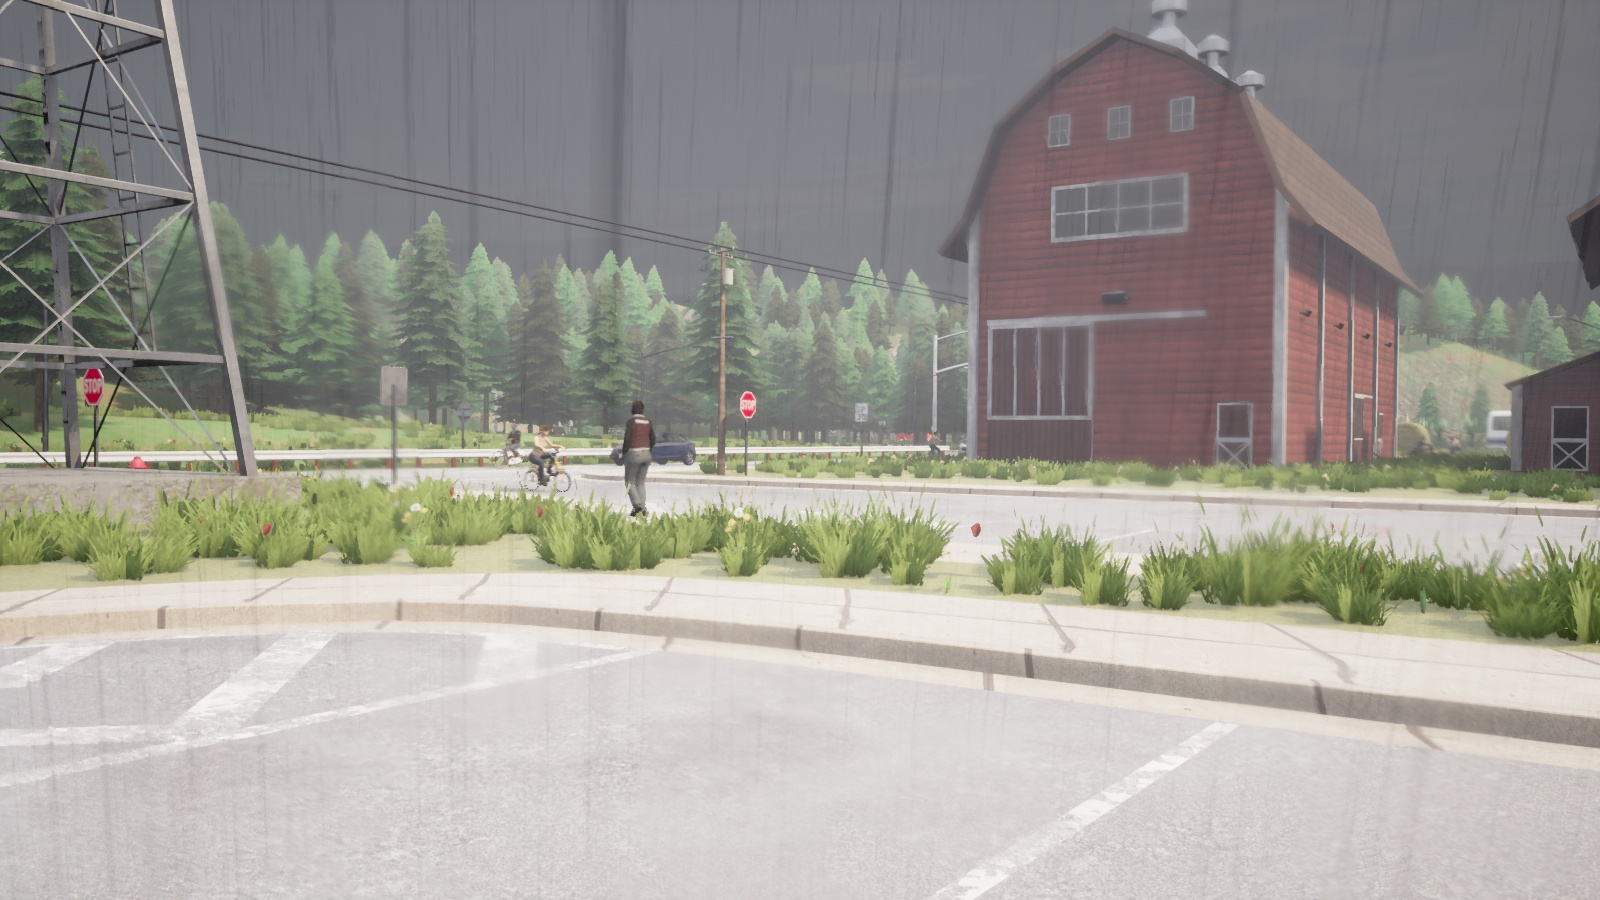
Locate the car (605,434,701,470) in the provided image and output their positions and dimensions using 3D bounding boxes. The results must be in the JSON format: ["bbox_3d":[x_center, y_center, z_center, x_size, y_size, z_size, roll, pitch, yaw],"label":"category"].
[{"bbox_3d":[-6.293,0.061,54.251,1.816,1.474,4.193,0,1,34],"label":"car"}]

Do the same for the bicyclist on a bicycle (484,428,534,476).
[{"bbox_3d":[-10.959,0.055,47.376,0.659,1.776,1.843,0,1,34],"label":"bicyclist on a bicycle"}]

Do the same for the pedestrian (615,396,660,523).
[{"bbox_3d":[-2.535,0.142,19.570,0.402,1.930,0.666,-1,1,-36],"label":"pedestrian"}]

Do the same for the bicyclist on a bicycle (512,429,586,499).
[{"bbox_3d":[-5.983,0.313,29.944,1.509,1.612,0.866,0,1,31],"label":"bicyclist on a bicycle"}]
